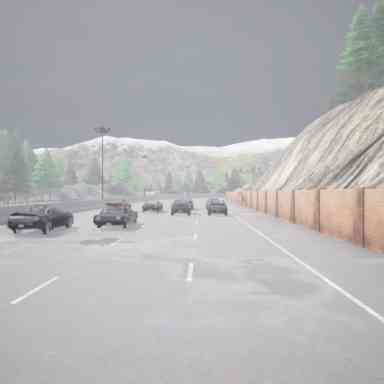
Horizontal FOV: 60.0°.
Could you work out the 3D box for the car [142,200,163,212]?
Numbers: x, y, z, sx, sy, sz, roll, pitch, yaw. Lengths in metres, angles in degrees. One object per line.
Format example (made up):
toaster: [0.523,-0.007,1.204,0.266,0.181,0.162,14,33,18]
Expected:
car: [-4.403,1.601,38.022,1.895,1.301,4.718,0,0,2]

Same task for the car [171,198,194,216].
car: [-1.041,1.505,33.039,1.837,1.490,4.892,0,0,1]

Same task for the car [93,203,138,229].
car: [-4.851,1.600,21.855,1.895,1.301,4.718,0,0,2]

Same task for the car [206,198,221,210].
car: [2.740,1.526,43.241,1.812,1.442,4.674,0,0,2]

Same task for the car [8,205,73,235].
car: [-8.435,1.489,19.030,2.128,1.511,4.902,0,0,2]

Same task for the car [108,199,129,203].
car: [-7.960,1.478,36.043,1.882,1.535,5.008,0,0,2]

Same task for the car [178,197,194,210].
car: [-0.754,1.478,43.480,1.882,1.535,5.008,0,0,2]

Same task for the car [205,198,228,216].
car: [2.454,1.491,32.798,2.128,1.511,4.902,0,0,1]
